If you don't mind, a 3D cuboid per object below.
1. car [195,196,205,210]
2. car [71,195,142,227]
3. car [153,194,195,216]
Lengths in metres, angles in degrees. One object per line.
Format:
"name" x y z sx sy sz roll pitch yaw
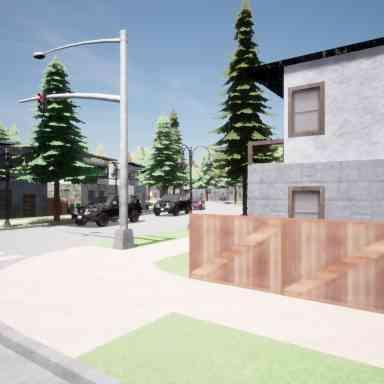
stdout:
"car" 0.419 1.333 42.111 2.097 1.767 4.553 0 0 9
"car" -5.715 1.202 23.130 2.150 2.045 5.566 0 0 27
"car" -1.830 1.202 32.509 2.150 2.045 5.566 0 0 18
